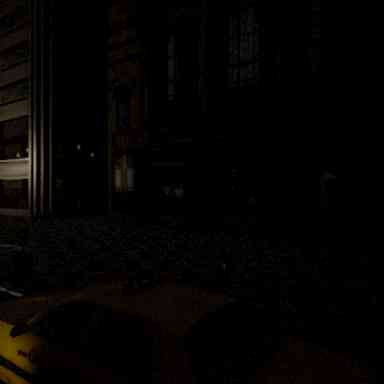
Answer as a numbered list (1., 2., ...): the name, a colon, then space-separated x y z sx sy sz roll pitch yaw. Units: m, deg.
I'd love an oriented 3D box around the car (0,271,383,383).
1. car: -0.703 1.510 3.465 4.829 1.417 1.752 0 0 35
